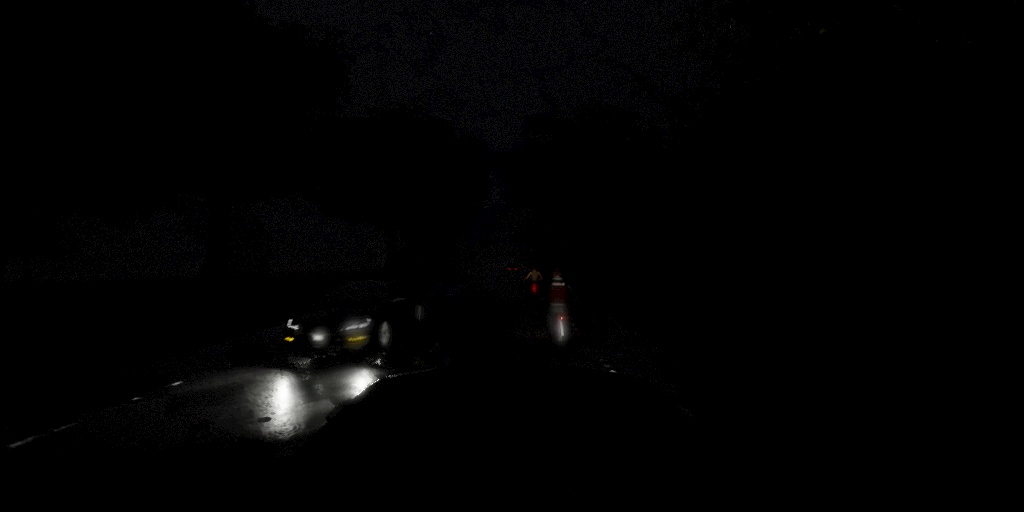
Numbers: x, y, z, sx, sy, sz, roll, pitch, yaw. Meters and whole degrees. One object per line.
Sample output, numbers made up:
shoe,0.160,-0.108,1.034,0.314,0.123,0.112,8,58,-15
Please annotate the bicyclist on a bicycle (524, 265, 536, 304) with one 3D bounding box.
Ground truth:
bicyclist on a bicycle,0.957,1.203,15.423,0.866,1.612,1.509,0,0,0

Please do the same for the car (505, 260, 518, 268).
car,0.102,1.513,64.929,1.895,1.301,4.718,0,0,0

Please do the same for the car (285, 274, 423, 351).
car,-3.600,1.261,9.102,1.837,1.490,4.892,0,0,0

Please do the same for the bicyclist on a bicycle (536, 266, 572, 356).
bicyclist on a bicycle,0.963,1.126,7.746,0.659,1.776,1.843,0,0,0
